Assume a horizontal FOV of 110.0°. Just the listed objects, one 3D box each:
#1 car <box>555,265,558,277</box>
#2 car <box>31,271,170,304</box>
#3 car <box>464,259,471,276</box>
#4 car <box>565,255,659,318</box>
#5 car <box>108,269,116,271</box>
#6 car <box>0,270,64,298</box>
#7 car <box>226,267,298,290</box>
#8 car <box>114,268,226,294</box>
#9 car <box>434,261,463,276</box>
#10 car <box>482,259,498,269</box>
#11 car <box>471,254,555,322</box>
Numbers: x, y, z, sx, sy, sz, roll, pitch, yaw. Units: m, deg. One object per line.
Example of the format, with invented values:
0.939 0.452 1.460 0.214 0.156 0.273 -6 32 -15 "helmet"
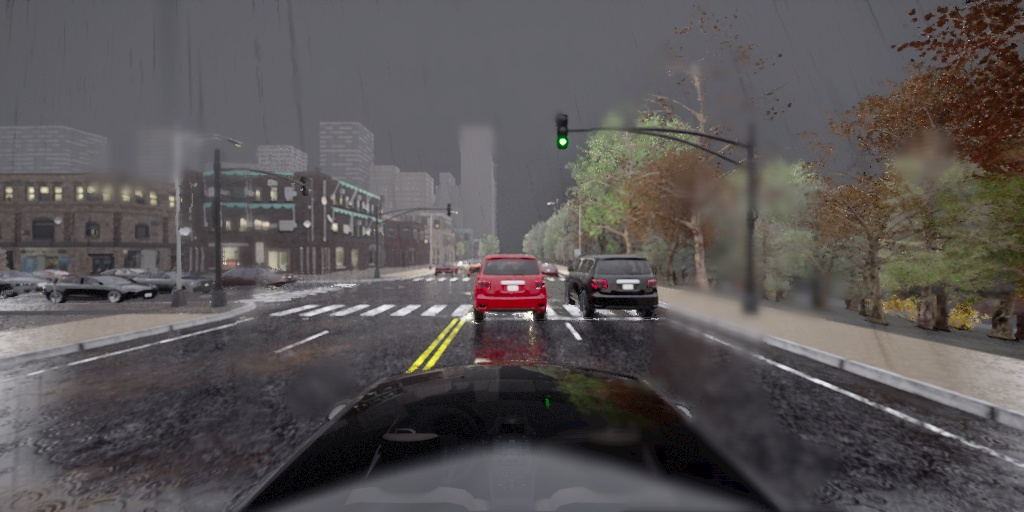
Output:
3.348 1.303 35.029 1.994 1.385 4.181 0 0 0 "car"
-19.948 1.563 17.540 4.313 1.339 1.948 0 0 0 "car"
-3.346 1.090 36.638 2.097 1.767 4.553 0 0 0 "car"
3.351 0.971 13.028 2.150 2.045 5.566 0 0 0 "car"
-28.281 1.557 26.052 4.403 1.370 2.007 0 0 0 "car"
-28.724 1.562 20.256 4.902 1.511 2.128 -1 1 0 "car"
-17.154 1.453 23.560 5.357 1.411 2.033 -1 1 -2 "car"
-19.171 1.525 20.245 4.181 1.385 1.994 -1 1 0 "car"
-6.608 1.339 36.861 1.895 1.301 4.718 0 0 1 "car"
-3.273 1.221 55.073 2.128 1.511 4.902 0 0 0 "car"
-0.242 0.970 12.489 2.150 2.045 5.566 0 0 -6 "car"
